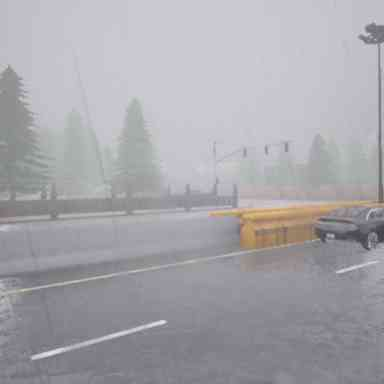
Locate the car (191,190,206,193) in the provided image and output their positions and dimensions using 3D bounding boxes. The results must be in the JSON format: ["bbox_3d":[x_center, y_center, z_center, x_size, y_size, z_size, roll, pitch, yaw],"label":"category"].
[{"bbox_3d":[-0.365,0.891,56.743,2.128,1.511,4.902,-1,1,-35],"label":"car"}]

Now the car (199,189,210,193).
[{"bbox_3d":[1.796,0.554,59.754,2.150,2.045,5.566,-1,1,-35],"label":"car"}]

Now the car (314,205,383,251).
[{"bbox_3d":[6.818,1.266,12.940,4.902,1.511,2.128,-1,1,-35],"label":"car"}]
